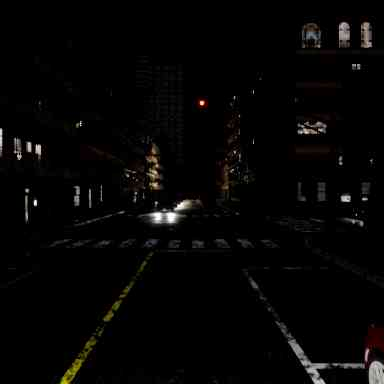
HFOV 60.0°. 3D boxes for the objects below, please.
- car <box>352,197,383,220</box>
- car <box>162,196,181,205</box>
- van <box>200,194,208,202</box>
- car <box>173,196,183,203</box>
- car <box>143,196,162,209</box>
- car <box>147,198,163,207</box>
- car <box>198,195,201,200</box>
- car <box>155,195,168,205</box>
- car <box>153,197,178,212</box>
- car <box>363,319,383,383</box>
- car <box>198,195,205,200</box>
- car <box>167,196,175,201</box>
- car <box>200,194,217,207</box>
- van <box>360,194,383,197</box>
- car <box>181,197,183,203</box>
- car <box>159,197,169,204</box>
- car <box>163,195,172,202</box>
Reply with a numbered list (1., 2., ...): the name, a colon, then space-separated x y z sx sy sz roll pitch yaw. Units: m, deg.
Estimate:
1. car: 14.892 1.276 24.759 5.357 1.411 2.033 -1 0 1
2. car: -3.051 1.517 48.745 1.837 1.490 4.892 0 0 0
3. van: 2.756 1.379 78.437 1.690 1.788 3.998 -1 0 0
4. car: -2.934 1.564 70.947 1.895 1.301 4.718 0 0 0
5. car: -5.655 1.561 45.284 2.008 1.369 4.403 0 0 0
6. car: -5.650 1.580 50.811 1.947 1.339 4.313 0 0 0
7. car: 2.747 1.578 67.381 2.008 1.369 4.403 -1 0 0
8. car: -5.640 1.463 61.867 1.967 1.590 4.097 -1 0 0
9. car: -3.063 1.607 39.348 1.895 1.301 4.718 0 0 0
10. car: 2.682 1.544 1.799 1.887 1.381 4.507 0 0 0
11. car: 2.774 1.603 95.021 1.887 1.381 4.507 -1 0 0
12. car: -5.611 1.633 89.507 1.802 1.307 4.206 -1 0 0
13. car: 2.730 1.454 50.798 1.967 1.590 4.097 -1 0 0
14. van: 15.666 1.036 27.357 3.998 1.788 1.690 -1 1 -1
15. car: -3.022 1.621 58.719 1.895 1.301 4.718 0 0 0
16. car: -5.633 1.609 67.395 1.802 1.307 4.206 -1 0 0
17. car: -5.623 1.563 78.281 1.752 1.417 4.829 -1 0 0
